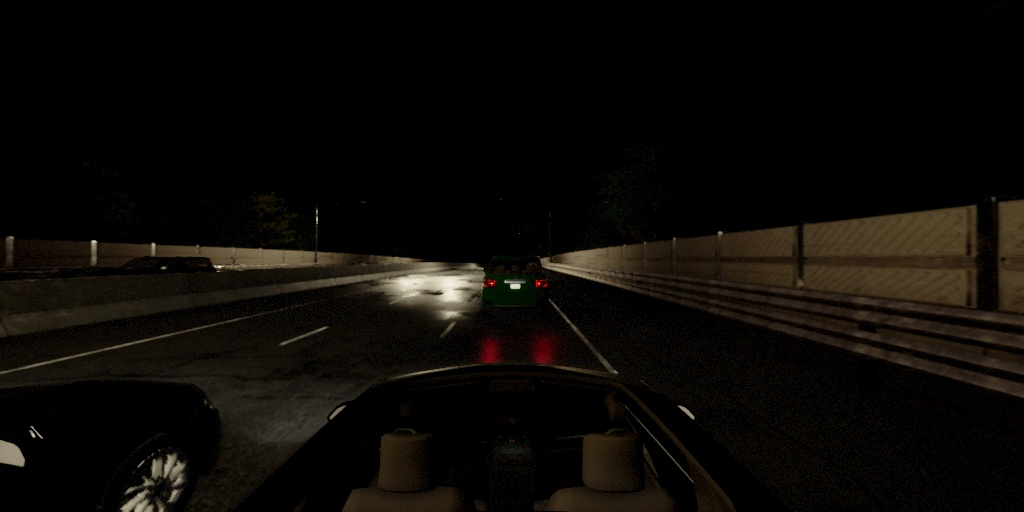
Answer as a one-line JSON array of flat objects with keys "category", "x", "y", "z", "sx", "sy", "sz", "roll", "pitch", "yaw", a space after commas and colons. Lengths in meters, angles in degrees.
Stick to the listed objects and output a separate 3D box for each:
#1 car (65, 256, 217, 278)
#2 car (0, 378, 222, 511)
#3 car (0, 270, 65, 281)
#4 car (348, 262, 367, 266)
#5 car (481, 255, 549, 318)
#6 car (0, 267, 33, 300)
[{"category": "car", "x": -17.601, "y": 1.031, "z": 17.845, "sx": 2.150, "sy": 2.045, "sz": 5.566, "roll": 0, "pitch": 0, "yaw": 0}, {"category": "car", "x": -3.399, "y": 1.254, "z": 1.053, "sx": 1.837, "sy": 1.490, "sz": 4.892, "roll": 0, "pitch": 0, "yaw": 0}, {"category": "car", "x": -21.101, "y": 1.313, "z": 17.708, "sx": 1.837, "sy": 1.490, "sz": 4.892, "roll": 0, "pitch": 0, "yaw": 0}, {"category": "car", "x": -24.550, "y": 1.693, "z": 56.906, "sx": 1.837, "sy": 1.490, "sz": 4.892, "roll": 0, "pitch": -1, "yaw": 1}, {"category": "car", "x": 0.098, "y": 1.007, "z": 13.281, "sx": 2.150, "sy": 2.045, "sz": 5.566, "roll": 0, "pitch": 0, "yaw": 0}, {"category": "car", "x": -24.601, "y": 1.300, "z": 15.293, "sx": 1.837, "sy": 1.490, "sz": 4.892, "roll": 0, "pitch": 0, "yaw": 0}]
